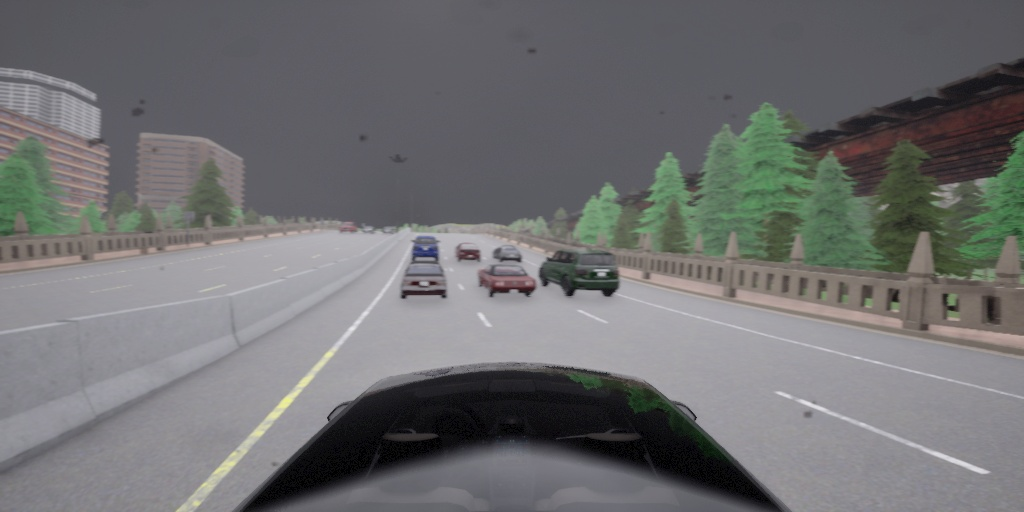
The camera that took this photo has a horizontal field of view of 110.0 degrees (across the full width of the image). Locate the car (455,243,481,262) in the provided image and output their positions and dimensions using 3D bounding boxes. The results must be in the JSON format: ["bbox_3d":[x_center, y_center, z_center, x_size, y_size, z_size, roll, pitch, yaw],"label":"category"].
[{"bbox_3d":[-3.870,-0.419,31.012,1.882,1.535,5.008,1,6,-13],"label":"car"}]

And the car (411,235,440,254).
[{"bbox_3d":[-7.255,-0.727,30.131,2.150,2.045,5.566,1,6,-13],"label":"car"}]

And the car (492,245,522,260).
[{"bbox_3d":[-0.456,-0.274,31.775,1.994,1.385,4.181,1,6,-13],"label":"car"}]

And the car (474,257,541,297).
[{"bbox_3d":[-0.418,1.002,16.493,1.895,1.301,4.718,1,3,-13],"label":"car"}]

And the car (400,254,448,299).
[{"bbox_3d":[-3.793,0.904,15.562,2.033,1.411,5.357,1,3,-13],"label":"car"}]

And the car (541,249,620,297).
[{"bbox_3d":[3.020,0.677,17.183,2.150,2.045,5.566,1,3,-13],"label":"car"}]
